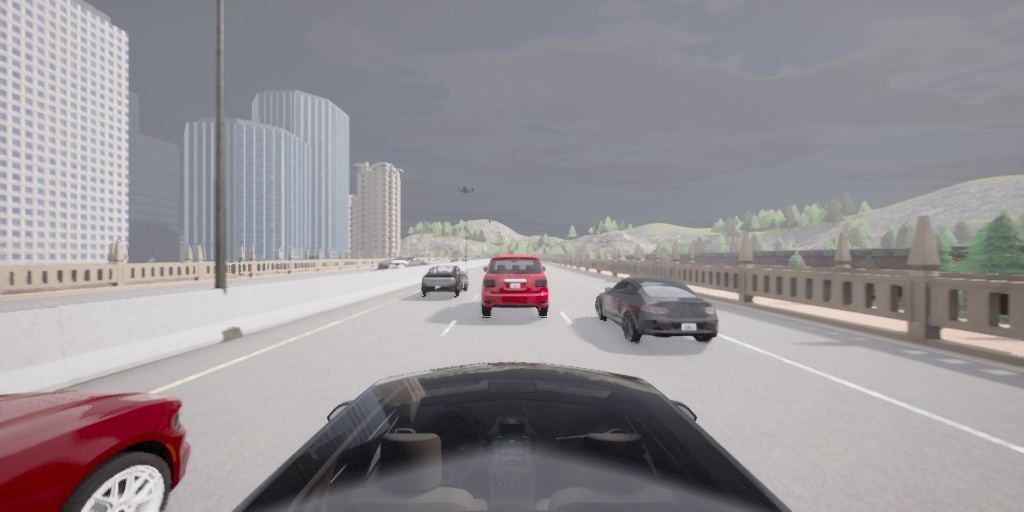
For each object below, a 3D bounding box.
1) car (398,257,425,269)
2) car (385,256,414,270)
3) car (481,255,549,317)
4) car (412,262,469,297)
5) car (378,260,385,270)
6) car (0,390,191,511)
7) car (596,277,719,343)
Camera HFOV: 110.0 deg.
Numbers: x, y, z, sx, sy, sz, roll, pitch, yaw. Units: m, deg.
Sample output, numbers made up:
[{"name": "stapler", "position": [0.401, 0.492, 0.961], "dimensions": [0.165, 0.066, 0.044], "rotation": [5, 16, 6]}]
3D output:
[{"name": "car", "position": [-10.603, 1.230, 39.512], "dimensions": [1.882, 1.535, 5.008], "rotation": [0, 0, 0]}, {"name": "car", "position": [-14.094, 0.977, 46.634], "dimensions": [2.150, 2.045, 5.566], "rotation": [0, 0, 0]}, {"name": "car", "position": [0.096, 0.972, 13.283], "dimensions": [2.150, 2.045, 5.566], "rotation": [0, 0, 0]}, {"name": "car", "position": [-3.407, 1.243, 18.853], "dimensions": [2.128, 1.511, 4.902], "rotation": [0, 0, 0]}, {"name": "car", "position": [-17.581, 1.230, 51.426], "dimensions": [1.882, 1.535, 5.008], "rotation": [0, 0, 0]}, {"name": "car", "position": [-3.402, 1.227, 0.667], "dimensions": [1.882, 1.535, 5.008], "rotation": [0, 0, 0]}, {"name": "car", "position": [3.597, 1.276, 9.588], "dimensions": [1.812, 1.442, 4.674], "rotation": [0, 0, 0]}]
